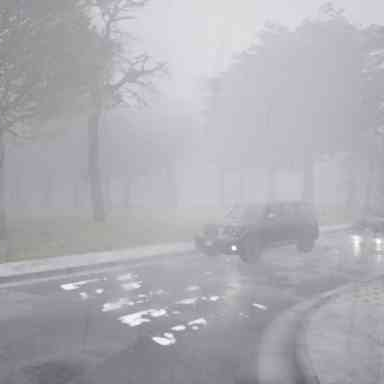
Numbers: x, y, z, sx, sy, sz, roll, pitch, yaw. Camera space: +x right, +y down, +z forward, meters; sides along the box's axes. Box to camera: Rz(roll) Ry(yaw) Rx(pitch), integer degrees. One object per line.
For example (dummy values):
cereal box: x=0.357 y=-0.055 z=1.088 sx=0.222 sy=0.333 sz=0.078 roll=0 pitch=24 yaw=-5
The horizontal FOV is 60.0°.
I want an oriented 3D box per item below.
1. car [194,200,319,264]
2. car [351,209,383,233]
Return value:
car: x=2.671 y=1.354 z=12.786 sx=5.566 sy=2.045 sz=2.150 roll=0 pitch=-1 yaw=-40
car: x=11.769 y=1.722 z=20.321 sx=5.357 sy=1.411 sz=2.033 roll=0 pitch=-1 yaw=-40
